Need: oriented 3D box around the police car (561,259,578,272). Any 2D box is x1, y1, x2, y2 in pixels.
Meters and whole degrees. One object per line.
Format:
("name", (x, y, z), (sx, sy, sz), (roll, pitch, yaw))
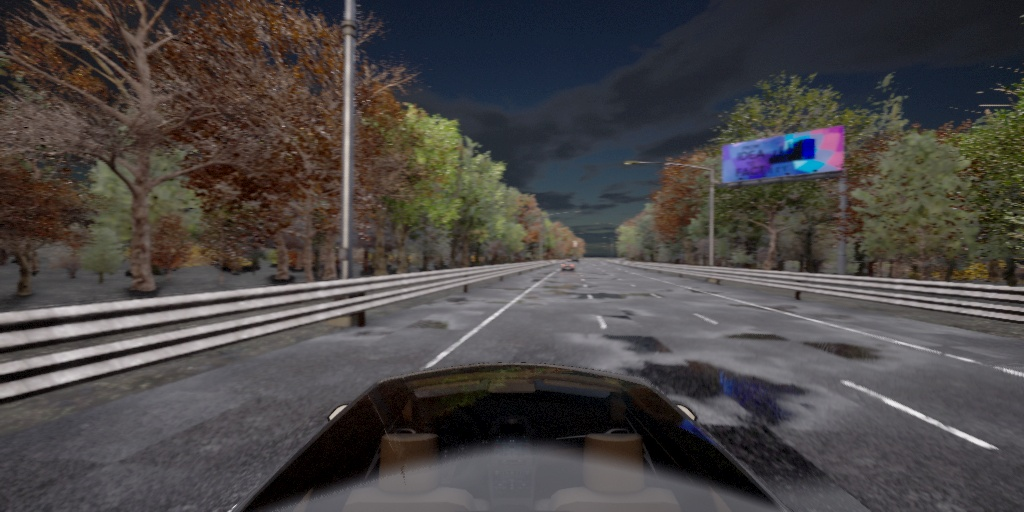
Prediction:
("police car", (8.486, 1.586, 53.997), (2.038, 1.542, 4.974), (1, 0, 11))
